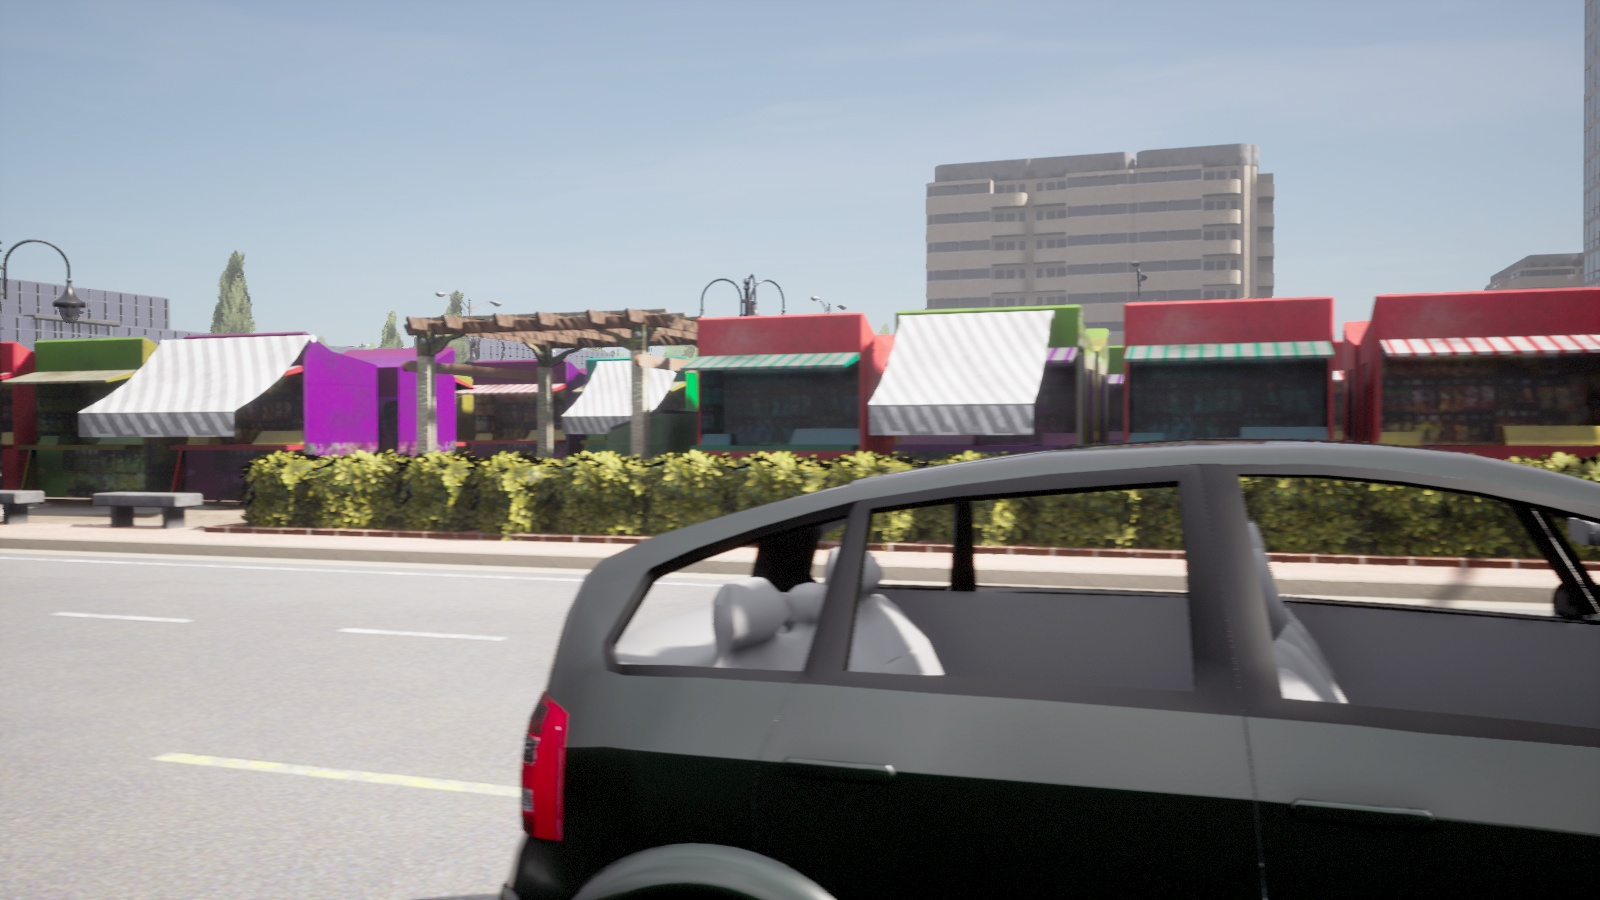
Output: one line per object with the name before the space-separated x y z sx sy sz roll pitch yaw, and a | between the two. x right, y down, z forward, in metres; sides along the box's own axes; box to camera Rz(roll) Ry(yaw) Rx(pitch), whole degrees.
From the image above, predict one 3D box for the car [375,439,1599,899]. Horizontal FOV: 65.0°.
car | 1.186 0.765 2.793 3.705 1.549 1.789 0 1 19
